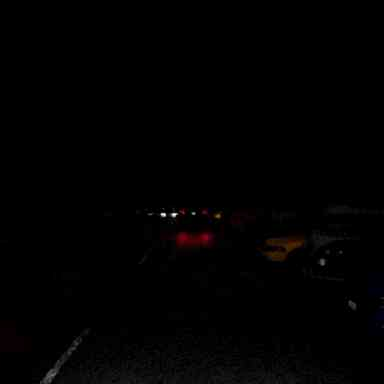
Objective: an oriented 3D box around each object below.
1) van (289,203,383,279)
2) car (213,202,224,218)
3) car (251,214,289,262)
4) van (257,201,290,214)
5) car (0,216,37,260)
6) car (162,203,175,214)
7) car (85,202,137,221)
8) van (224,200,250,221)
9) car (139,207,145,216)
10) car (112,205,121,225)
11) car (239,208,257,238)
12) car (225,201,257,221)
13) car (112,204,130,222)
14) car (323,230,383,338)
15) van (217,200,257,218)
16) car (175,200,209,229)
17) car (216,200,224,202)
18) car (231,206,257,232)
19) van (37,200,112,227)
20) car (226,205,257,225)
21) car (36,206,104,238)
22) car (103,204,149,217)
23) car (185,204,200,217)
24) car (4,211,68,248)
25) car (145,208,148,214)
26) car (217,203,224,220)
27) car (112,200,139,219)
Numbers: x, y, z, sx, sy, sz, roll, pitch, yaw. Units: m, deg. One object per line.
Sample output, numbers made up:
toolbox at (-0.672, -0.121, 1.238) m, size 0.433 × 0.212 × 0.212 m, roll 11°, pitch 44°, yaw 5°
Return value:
van at (4.925, 1.348, 8.058) m, size 4.442 × 1.987 × 1.878 m, roll 0°, pitch -1°, yaw 0°
car at (4.863, 2.037, 32.978) m, size 5.366 × 1.575 × 1.946 m, roll 0°, pitch -1°, yaw 0°
car at (4.858, 1.622, 10.821) m, size 5.366 × 1.575 × 1.946 m, roll 0°, pitch -1°, yaw 0°
van at (5.160, 1.451, 13.596) m, size 4.442 × 1.987 × 1.878 m, roll 0°, pitch -1°, yaw 0°
car at (-8.034, 1.665, 10.994) m, size 4.674 × 1.452 × 2.002 m, roll 0°, pitch -1°, yaw 0°
car at (-3.505, 2.477, 51.970) m, size 2.097 × 1.767 × 4.553 m, roll 0°, pitch -2°, yaw 0°
car at (-8.000, 1.917, 33.198) m, size 4.553 × 1.767 × 2.185 m, roll 0°, pitch -1°, yaw 0°
van at (5.164, 1.710, 27.445) m, size 4.442 × 1.987 × 1.878 m, roll 0°, pitch -1°, yaw 0°
car at (-8.025, 2.101, 35.972) m, size 5.008 × 1.535 × 2.097 m, roll 0°, pitch -1°, yaw 0°
car at (-8.031, 1.924, 24.873) m, size 4.674 × 1.452 × 2.002 m, roll 0°, pitch -1°, yaw 0°
car at (5.038, 1.730, 16.362) m, size 4.892 × 1.521 × 2.231 m, roll 0°, pitch -1°, yaw 0°
car at (5.015, 1.758, 24.674) m, size 4.553 × 1.767 × 2.185 m, roll 0°, pitch -1°, yaw 0°
car at (-8.003, 1.965, 27.648) m, size 4.792 × 1.488 × 2.163 m, roll 0°, pitch -1°, yaw 0°
car at (5.046, 1.522, 5.284) m, size 5.008 × 1.535 × 2.097 m, roll 0°, pitch -1°, yaw 0°
van at (5.167, 1.943, 38.642) m, size 4.442 × 1.987 × 1.878 m, roll 0°, pitch -1°, yaw 0°
car at (0.104, 1.633, 25.320) m, size 2.150 × 2.045 × 5.566 m, roll 0°, pitch -1°, yaw 0°
car at (5.077, 1.847, 35.752) m, size 5.566 × 2.045 × 2.435 m, roll 0°, pitch -1°, yaw 0°
car at (5.040, 1.780, 19.132) m, size 5.008 × 1.535 × 2.097 m, roll 0°, pitch -1°, yaw 0°
van at (-7.918, 1.607, 22.102) m, size 4.442 × 1.987 × 1.878 m, roll 0°, pitch -1°, yaw 0°
car at (5.040, 1.834, 22.027) m, size 5.008 × 1.535 × 2.097 m, roll 0°, pitch -1°, yaw 0°
car at (-8.030, 1.780, 19.322) m, size 5.008 × 1.535 × 2.097 m, roll 0°, pitch -1°, yaw 0°
car at (-8.215, 2.241, 41.511) m, size 5.366 × 1.575 × 1.946 m, roll 0°, pitch -1°, yaw 0°
car at (0.111, 2.312, 42.903) m, size 1.837 × 1.490 × 4.892 m, roll 0°, pitch -2°, yaw 0°
car at (-8.066, 1.707, 13.771) m, size 4.792 × 1.488 × 2.163 m, roll 0°, pitch -1°, yaw 0°
car at (-8.025, 2.169, 38.743) m, size 4.892 × 1.521 × 2.231 m, roll 0°, pitch -1°, yaw 0°
car at (5.041, 1.988, 30.212) m, size 4.892 × 1.521 × 2.231 m, roll 0°, pitch -1°, yaw 0°
car at (-8.061, 1.736, 30.429) m, size 5.566 × 2.045 × 2.435 m, roll 0°, pitch -1°, yaw 0°
